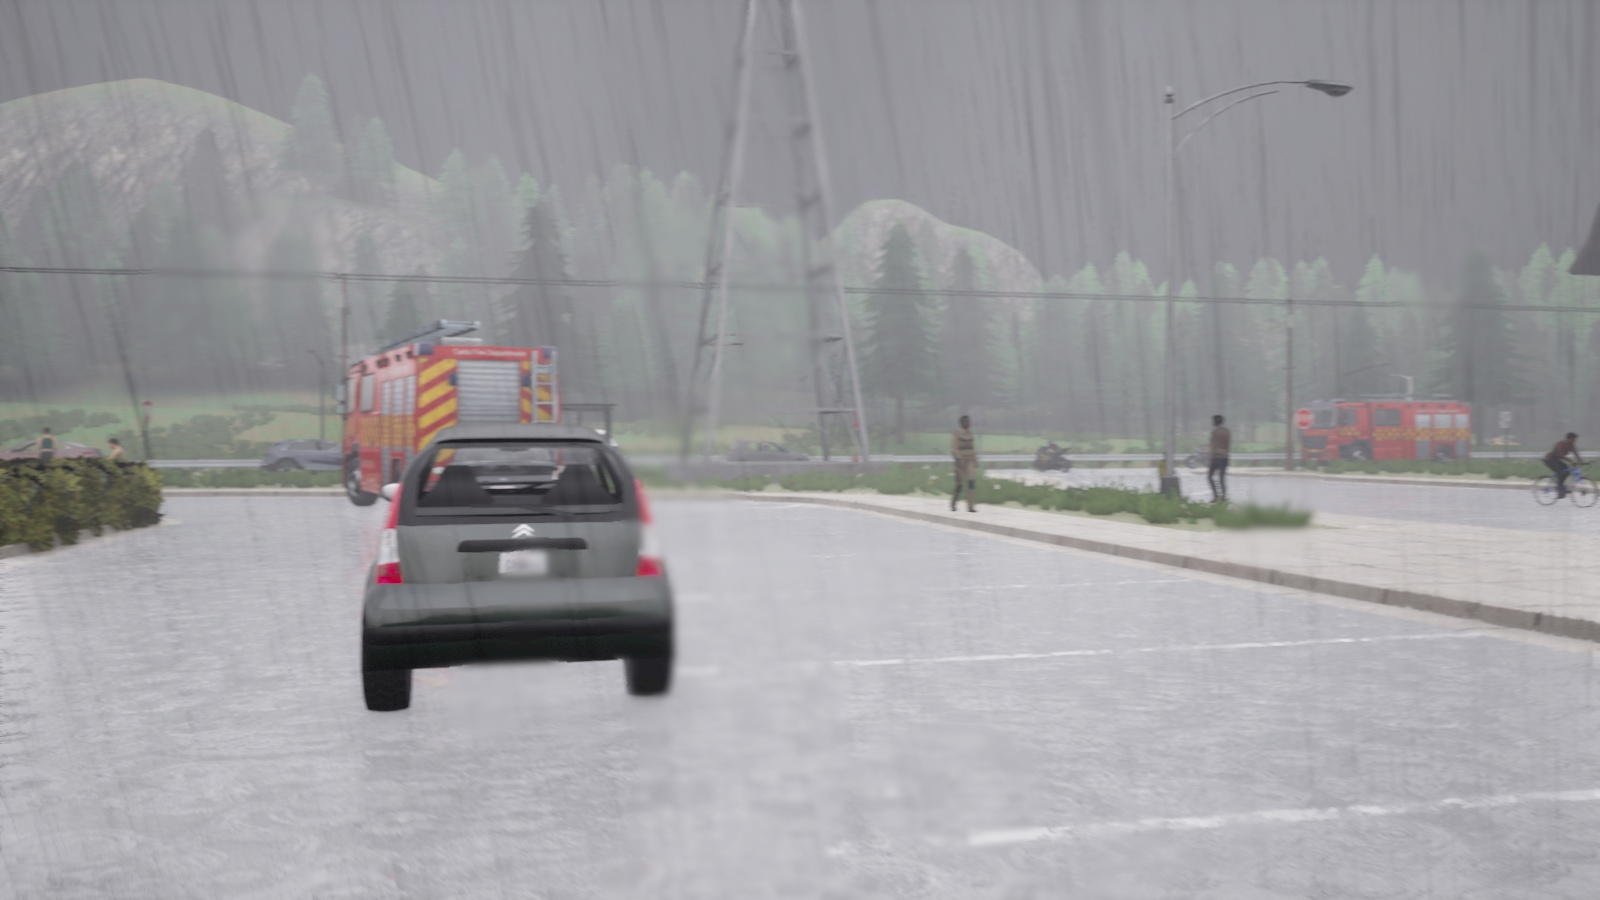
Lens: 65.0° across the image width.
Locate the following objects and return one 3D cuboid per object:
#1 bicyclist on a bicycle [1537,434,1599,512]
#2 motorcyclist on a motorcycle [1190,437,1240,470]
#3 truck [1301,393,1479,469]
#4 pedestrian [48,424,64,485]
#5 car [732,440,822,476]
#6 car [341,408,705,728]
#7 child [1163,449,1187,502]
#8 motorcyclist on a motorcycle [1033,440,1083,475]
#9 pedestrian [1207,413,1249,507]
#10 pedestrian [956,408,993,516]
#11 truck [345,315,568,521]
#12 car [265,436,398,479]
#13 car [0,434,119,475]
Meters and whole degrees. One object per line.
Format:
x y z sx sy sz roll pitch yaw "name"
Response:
16.693 0.460 26.864 0.582 1.620 1.656 0 1 -14 "bicyclist on a bicycle"
20.968 0.160 63.441 2.350 1.649 0.766 0 1 -13 "motorcyclist on a motorcycle"
30.853 -0.990 65.711 8.468 3.827 2.891 0 1 -13 "truck"
-22.790 0.129 38.464 0.345 1.836 0.594 0 0 -23 "pedestrian"
-1.019 0.325 54.783 3.633 1.501 1.845 0 0 -13 "car"
-1.874 0.579 8.499 1.851 1.617 3.988 0 0 -13 "car"
8.177 0.551 27.386 0.299 1.160 0.473 0 0 -14 "child"
11.683 0.311 56.824 0.866 1.530 2.191 -2 1 -35 "motorcyclist on a motorcycle"
8.366 0.193 24.562 0.328 1.805 0.869 0 0 -19 "pedestrian"
3.179 0.214 22.928 0.396 1.930 0.692 0 0 -18 "pedestrian"
-7.862 -0.628 27.783 2.891 3.827 8.468 0 1 -28 "truck"
-18.839 0.298 50.698 4.856 1.649 2.033 0 0 -16 "car"
-31.004 0.161 51.461 5.027 1.651 2.152 0 0 -13 "car"
